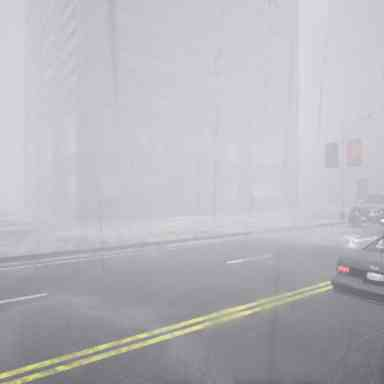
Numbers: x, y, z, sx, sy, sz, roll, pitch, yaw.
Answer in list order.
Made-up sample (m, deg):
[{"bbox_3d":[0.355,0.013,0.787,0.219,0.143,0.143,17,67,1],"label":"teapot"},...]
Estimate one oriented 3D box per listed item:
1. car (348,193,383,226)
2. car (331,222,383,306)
[{"bbox_3d":[11.736,1.091,20.021,5.566,2.045,2.150,0,0,-35],"label":"car"},{"bbox_3d":[5.220,1.497,7.175,5.357,1.411,2.033,0,0,-35],"label":"car"}]
